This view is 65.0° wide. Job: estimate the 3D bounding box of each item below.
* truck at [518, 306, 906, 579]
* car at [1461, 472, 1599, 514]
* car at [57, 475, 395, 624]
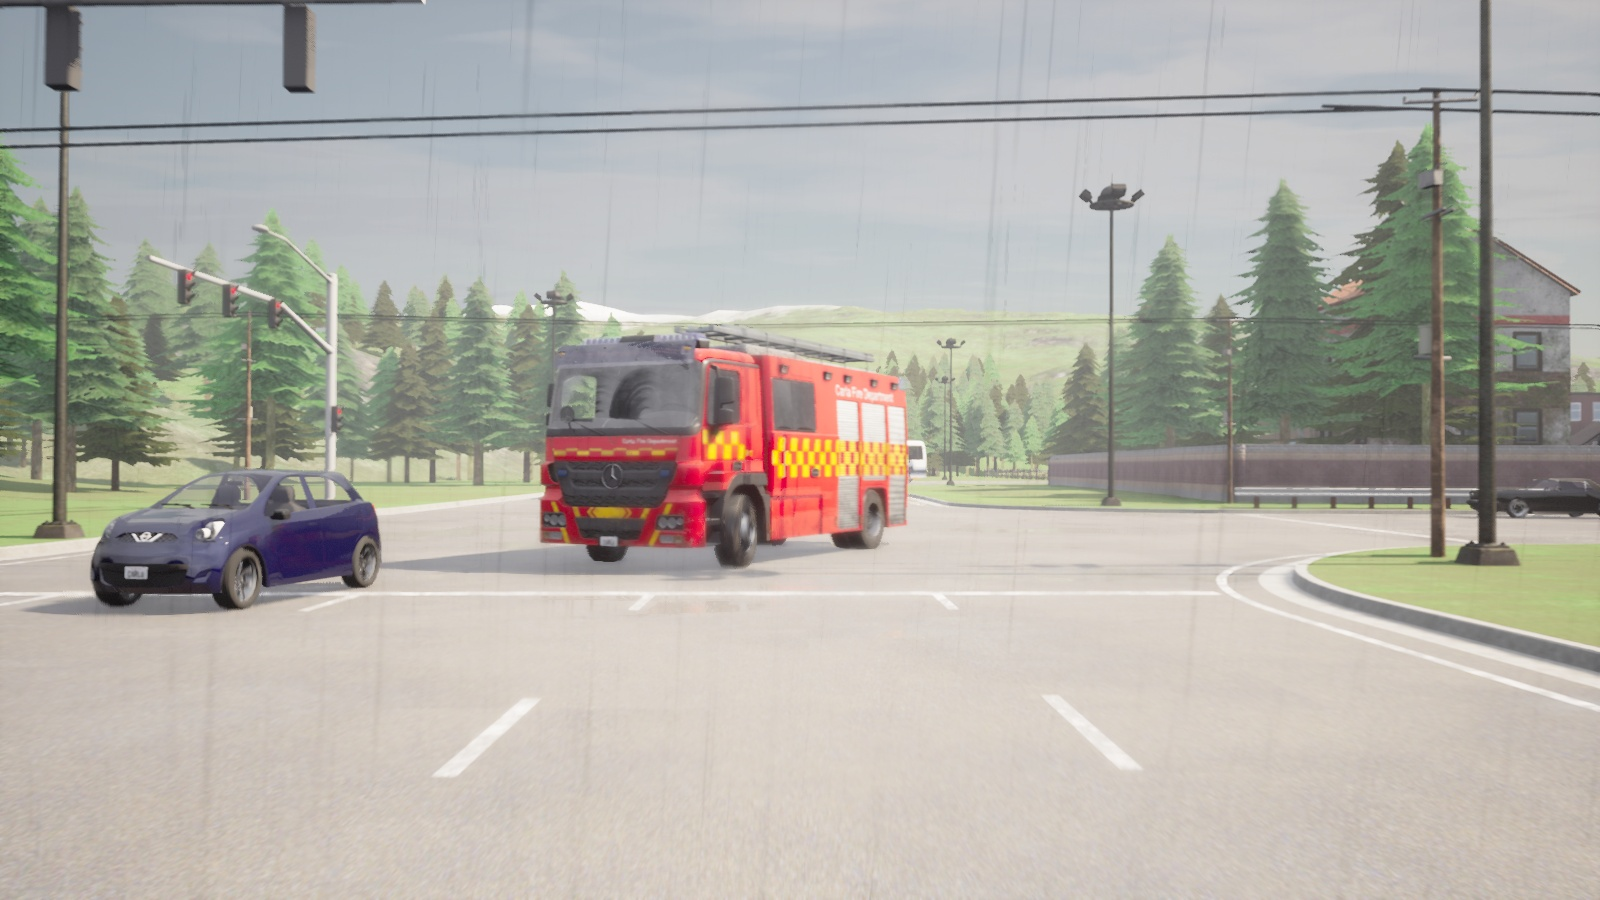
[{"bbox_3d":[-1.051,-0.045,21.994,2.891,3.827,8.468,-1,-1,26],"label":"truck"},{"bbox_3d":[24.497,1.384,41.078,4.718,1.301,1.895,0,-1,-1],"label":"car"},{"bbox_3d":[-6.506,1.055,14.715,1.845,1.501,3.633,0,-1,10],"label":"car"}]
